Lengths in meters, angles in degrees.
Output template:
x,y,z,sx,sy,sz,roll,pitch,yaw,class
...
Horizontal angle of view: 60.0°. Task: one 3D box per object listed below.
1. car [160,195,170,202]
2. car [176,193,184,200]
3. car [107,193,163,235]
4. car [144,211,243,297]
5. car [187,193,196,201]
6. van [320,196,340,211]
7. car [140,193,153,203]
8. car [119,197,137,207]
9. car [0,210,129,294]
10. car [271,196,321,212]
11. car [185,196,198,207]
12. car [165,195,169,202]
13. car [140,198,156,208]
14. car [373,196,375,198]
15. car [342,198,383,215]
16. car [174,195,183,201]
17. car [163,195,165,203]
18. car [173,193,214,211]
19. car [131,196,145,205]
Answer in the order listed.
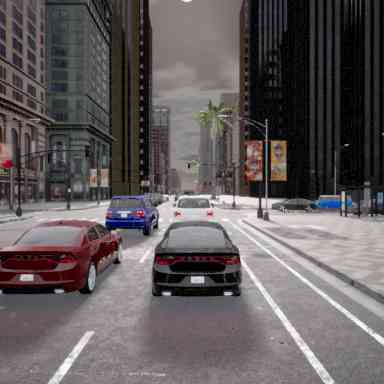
x,y,z,sx,sy,sz,roll,pitch,yaw,class
-6.566,1.529,80.654,2.128,1.511,4.902,0,0,0,car
-3.325,1.193,92.067,2.097,1.767,4.553,0,0,0,car
-3.194,1.221,18.664,2.150,2.045,5.566,0,0,2,car
0.092,1.477,8.648,1.882,1.535,5.008,0,0,0,car
-0.072,1.230,87.126,2.150,2.045,5.566,0,0,0,car
17.033,1.314,39.840,3.998,1.788,1.690,0,0,0,van
-9.810,1.229,71.911,2.150,2.045,5.566,0,0,0,car
-9.926,1.493,51.869,2.128,1.511,4.902,0,0,-3,car
-3.157,1.477,8.800,1.882,1.535,5.008,0,0,0,car
11.405,1.489,37.278,4.892,1.490,1.837,0,0,3,car
-0.012,1.479,51.373,1.882,1.535,5.008,0,0,0,car
-6.558,1.598,70.459,1.895,1.301,4.718,0,0,0,car
-6.620,1.602,50.620,1.895,1.301,4.718,0,0,-1,car
22.710,1.284,39.846,5.009,1.841,2.192,0,0,0,car
17.045,1.548,31.316,4.403,1.369,2.008,0,0,0,car
-3.317,1.496,81.677,1.837,1.490,4.892,0,0,0,car
-6.621,1.224,60.388,2.150,2.045,5.566,0,0,1,car
0.086,1.221,18.607,2.150,2.045,5.566,0,0,0,car
-9.863,1.528,61.513,1.812,1.442,4.674,0,0,0,car
